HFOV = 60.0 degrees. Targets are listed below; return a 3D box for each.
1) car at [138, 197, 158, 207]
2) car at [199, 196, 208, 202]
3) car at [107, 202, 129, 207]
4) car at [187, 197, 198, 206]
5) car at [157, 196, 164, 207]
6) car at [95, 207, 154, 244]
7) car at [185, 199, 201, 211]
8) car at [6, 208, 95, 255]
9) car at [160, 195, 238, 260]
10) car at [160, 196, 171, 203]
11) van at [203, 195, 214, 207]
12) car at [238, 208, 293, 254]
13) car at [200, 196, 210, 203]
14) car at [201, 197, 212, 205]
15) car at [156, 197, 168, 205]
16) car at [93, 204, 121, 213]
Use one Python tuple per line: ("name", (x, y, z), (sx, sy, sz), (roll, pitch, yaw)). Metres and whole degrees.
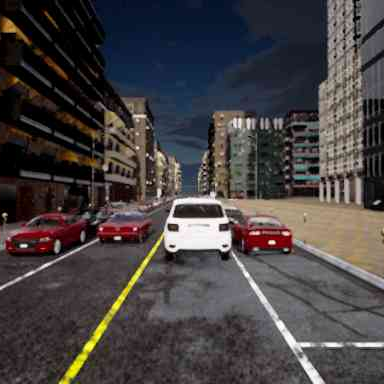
("car", (-5.671, 1.670, 41.320), (1.802, 1.307, 4.206), (1, 0, 0))
("car", (2.846, 1.726, 80.307), (2.008, 1.369, 4.403), (1, 0, 0))
("car", (-5.673, 1.492, 24.611), (1.967, 1.590, 4.097), (1, 0, 0))
("car", (0.107, 1.656, 60.584), (1.812, 1.442, 4.674), (0, 0, 0))
("car", (-5.672, 1.553, 52.460), (1.967, 1.590, 4.097), (1, 0, 0))
("car", (-3.098, 1.635, 16.098), (1.895, 1.301, 4.718), (0, 0, 0))
("car", (0.109, 1.642, 43.975), (2.033, 1.411, 5.357), (0, 0, 0))
("car", (-5.676, 1.573, 13.472), (1.887, 1.381, 4.507), (1, 0, 0))
("car", (0.135, 1.248, 12.685), (2.150, 2.045, 5.566), (0, 0, -2))
("car", (-5.793, 1.598, 72.503), (1.967, 1.590, 4.097), (1, 0, 0))
("van", (2.743, 1.461, 55.846), (1.690, 1.788, 3.998), (1, 0, 0))
("car", (2.704, 1.573, 13.469), (1.887, 1.381, 4.507), (1, 0, 0))
("car", (2.846, 1.713, 74.737), (2.008, 1.369, 4.403), (1, 0, 0))
("car", (2.798, 1.684, 64.306), (1.887, 1.381, 4.507), (1, 0, 0))
("car", (-5.746, 1.720, 63.599), (1.802, 1.307, 4.206), (1, 0, 0))
("car", (-5.675, 1.606, 19.042), (1.947, 1.339, 4.313), (1, 0, 0))
